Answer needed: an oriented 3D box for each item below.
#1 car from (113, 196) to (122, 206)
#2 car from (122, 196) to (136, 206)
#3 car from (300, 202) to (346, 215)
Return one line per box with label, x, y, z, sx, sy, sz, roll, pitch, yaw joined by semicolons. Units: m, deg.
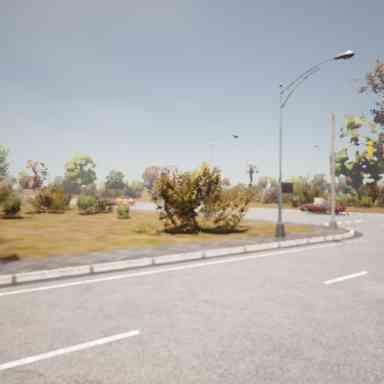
car;-14.181;1.671;56.262;1.812;1.442;4.674;0;0;-38
car;-11.638;1.517;58.691;2.097;1.767;4.553;0;0;-39
car;14.518;1.796;37.235;1.895;1.301;4.718;0;0;-39
